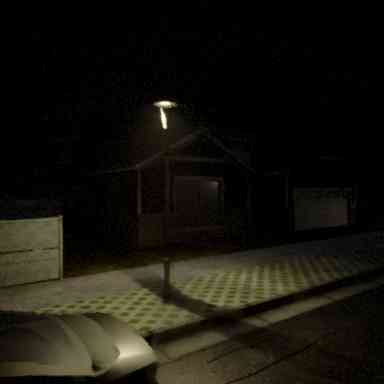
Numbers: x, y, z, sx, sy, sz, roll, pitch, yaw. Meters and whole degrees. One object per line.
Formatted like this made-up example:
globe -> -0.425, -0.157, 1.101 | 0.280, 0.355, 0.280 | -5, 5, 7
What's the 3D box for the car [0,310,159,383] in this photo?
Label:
car -> -2.391, 1.501, 1.356 | 4.902, 1.511, 2.128 | -1, 0, -35
